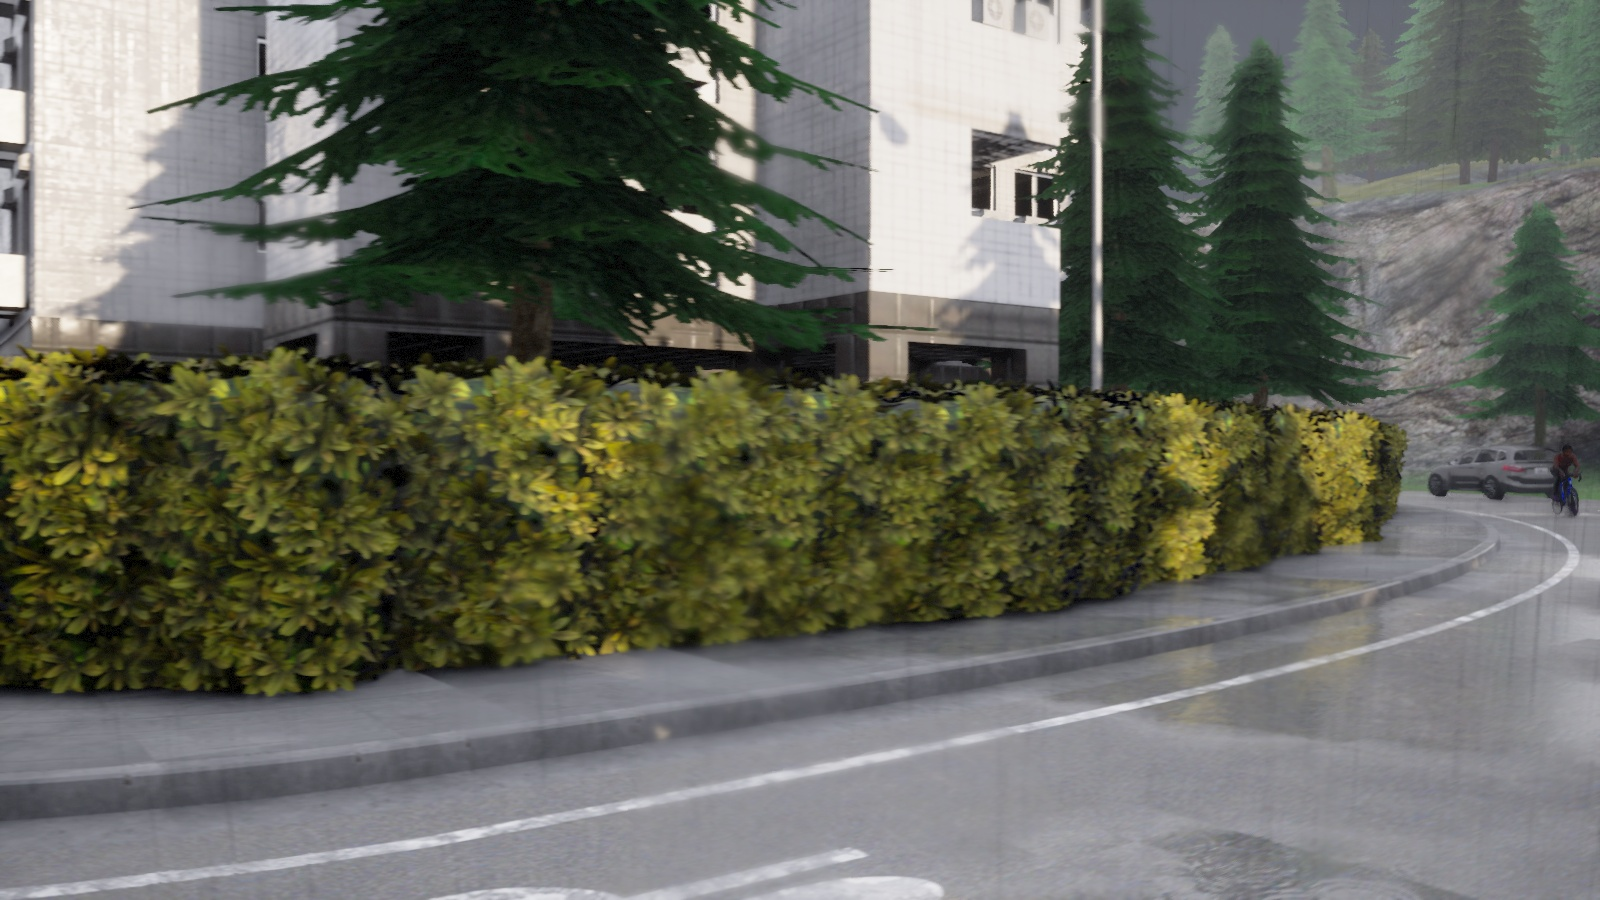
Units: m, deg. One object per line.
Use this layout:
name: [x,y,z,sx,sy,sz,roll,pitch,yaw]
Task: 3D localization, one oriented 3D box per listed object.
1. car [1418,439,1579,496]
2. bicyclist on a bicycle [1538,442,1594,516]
car: [21.635,0.522,39.136,2.242,1.667,4.611,0,0,-4]
bicyclist on a bicycle: [17.345,0.642,28.453,0.582,1.620,1.656,-1,0,13]
